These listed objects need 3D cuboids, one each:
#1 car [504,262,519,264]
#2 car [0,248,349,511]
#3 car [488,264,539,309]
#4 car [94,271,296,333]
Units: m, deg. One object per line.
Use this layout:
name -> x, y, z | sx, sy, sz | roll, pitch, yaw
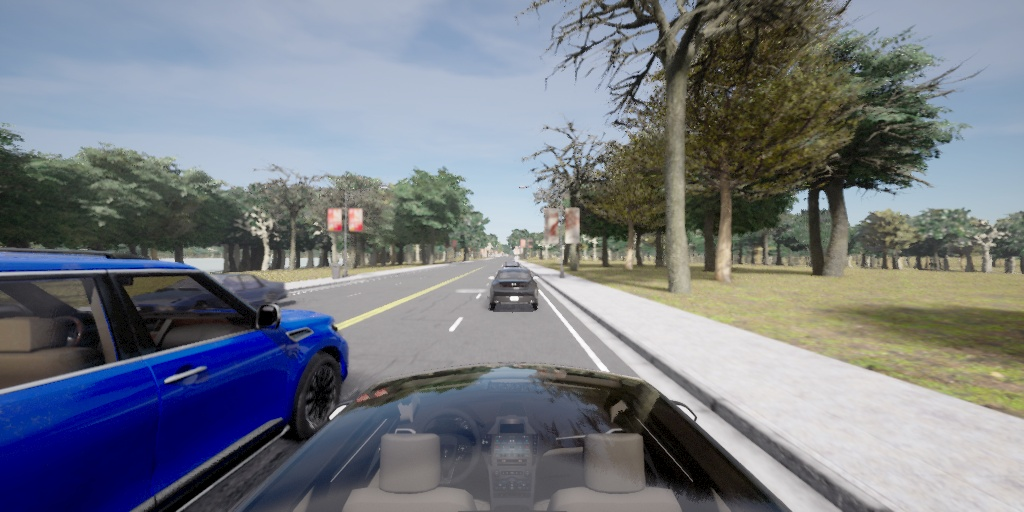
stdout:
car -> -0.012, 1.254, 33.775 | 2.128, 1.511, 4.902 | 0, 0, 0
car -> -3.152, 0.972, 2.220 | 2.150, 2.045, 5.566 | 0, 0, 0
car -> 0.075, 1.258, 15.056 | 1.837, 1.490, 4.892 | 0, 0, 0
car -> -9.851, 1.300, 11.991 | 2.033, 1.411, 5.357 | 0, 0, 0
